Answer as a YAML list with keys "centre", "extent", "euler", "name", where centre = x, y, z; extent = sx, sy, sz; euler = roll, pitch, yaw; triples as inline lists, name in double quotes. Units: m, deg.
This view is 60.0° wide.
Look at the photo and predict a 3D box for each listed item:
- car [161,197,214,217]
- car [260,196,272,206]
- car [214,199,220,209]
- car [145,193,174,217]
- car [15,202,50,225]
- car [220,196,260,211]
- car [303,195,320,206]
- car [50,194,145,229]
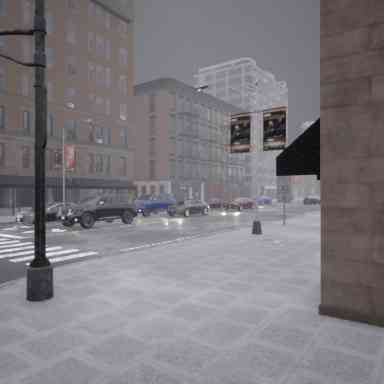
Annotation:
- centre: [-0.280, 1.402, 29.962]
  extent: [1.837, 1.490, 4.892]
  euler: [0, 0, 35]
  name: "car"
- centre: [10.624, 1.282, 50.813]
  extent: [1.882, 1.535, 5.008]
  euler: [0, 0, 36]
  name: "car"
- centre: [2.076, 1.468, 38.895]
  extent: [1.895, 1.301, 4.718]
  euler: [0, 0, 35]
  name: "car"
- centre: [-3.702, 1.131, 30.750]
  extent: [2.150, 2.045, 5.566]
  euler: [0, 0, 35]
  name: "car"
- centre: [-9.398, 1.442, 22.714]
  extent: [2.128, 1.511, 4.902]
  euler: [0, 0, 35]
  name: "car"
- centre: [5.565, 1.332, 38.191]
  extent: [1.882, 1.535, 5.008]
  euler: [0, 0, 35]
  name: "car"
- centre: [18.411, 1.251, 50.369]
  extent: [1.882, 1.535, 5.008]
  euler: [0, 0, 35]
  name: "car"
- centre: [-6.014, 1.161, 21.868]
  extent: [2.150, 2.045, 5.566]
  euler: [0, 0, 35]
  name: "car"
